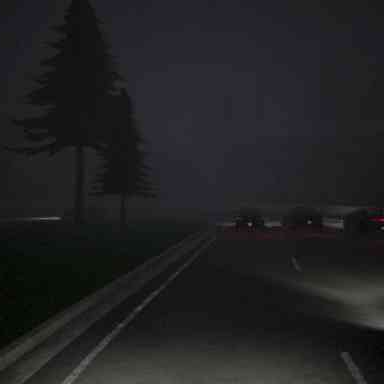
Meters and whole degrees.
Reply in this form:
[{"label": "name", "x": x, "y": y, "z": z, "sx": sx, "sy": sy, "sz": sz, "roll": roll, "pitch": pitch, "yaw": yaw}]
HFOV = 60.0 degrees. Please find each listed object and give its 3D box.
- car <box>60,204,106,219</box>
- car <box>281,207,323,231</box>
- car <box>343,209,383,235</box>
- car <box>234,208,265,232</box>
[{"label": "car", "x": -10.429, "y": 1.800, "z": 32.005, "sx": 4.181, "sy": 1.385, "sz": 1.994, "roll": 1, "pitch": -1, "yaw": -26}, {"label": "car", "x": 7.453, "y": 1.741, "z": 22.891, "sx": 1.882, "sy": 1.535, "sz": 5.008, "roll": 1, "pitch": -1, "yaw": 5}, {"label": "car", "x": 10.688, "y": 1.750, "z": 20.205, "sx": 2.128, "sy": 1.511, "sz": 4.902, "roll": 0, "pitch": -1, "yaw": 10}, {"label": "car", "x": 3.815, "y": 1.759, "z": 22.204, "sx": 1.812, "sy": 1.442, "sz": 4.674, "roll": 0, "pitch": 0, "yaw": 8}]
